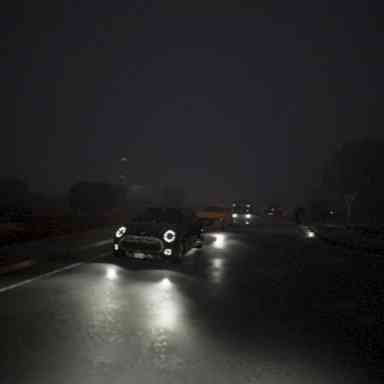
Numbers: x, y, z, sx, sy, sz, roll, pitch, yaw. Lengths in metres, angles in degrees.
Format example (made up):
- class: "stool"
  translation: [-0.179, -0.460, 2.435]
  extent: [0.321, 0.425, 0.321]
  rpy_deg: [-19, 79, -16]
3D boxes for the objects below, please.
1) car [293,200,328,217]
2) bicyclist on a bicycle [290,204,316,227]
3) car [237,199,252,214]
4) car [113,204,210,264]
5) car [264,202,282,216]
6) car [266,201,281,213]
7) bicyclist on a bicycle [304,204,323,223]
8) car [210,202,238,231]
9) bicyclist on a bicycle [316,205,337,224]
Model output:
- class: "car"
  translation: [13.584, 1.853, 38.192]
  extent: [1.905, 1.878, 3.866]
  rpy_deg: [-3, 1, -28]
- class: "bicyclist on a bicycle"
  translation: [8.504, 1.895, 25.977]
  extent: [1.656, 1.620, 0.582]
  rpy_deg: [3, 0, 0]
- class: "car"
  translation: [6.114, 1.657, 40.010]
  extent: [2.097, 1.767, 4.553]
  rpy_deg: [3, 0, 14]
- class: "car"
  translation: [-0.972, 1.294, 11.856]
  extent: [2.097, 1.767, 4.553]
  rpy_deg: [3, 0, 14]
- class: "car"
  translation: [9.715, 2.051, 39.699]
  extent: [1.994, 1.385, 4.181]
  rpy_deg: [3, -1, 15]
- class: "car"
  translation: [12.111, 2.193, 49.388]
  extent: [1.994, 1.385, 4.181]
  rpy_deg: [3, 0, 14]
- class: "bicyclist on a bicycle"
  translation: [10.854, 1.941, 29.680]
  extent: [1.656, 1.620, 0.582]
  rpy_deg: [2, 0, -30]
- class: "car"
  translation: [1.527, 1.552, 21.912]
  extent: [1.882, 1.535, 5.008]
  rpy_deg: [3, 0, 16]
- class: "bicyclist on a bicycle"
  translation: [11.673, 1.966, 28.753]
  extent: [1.656, 1.620, 0.582]
  rpy_deg: [1, 0, 38]
